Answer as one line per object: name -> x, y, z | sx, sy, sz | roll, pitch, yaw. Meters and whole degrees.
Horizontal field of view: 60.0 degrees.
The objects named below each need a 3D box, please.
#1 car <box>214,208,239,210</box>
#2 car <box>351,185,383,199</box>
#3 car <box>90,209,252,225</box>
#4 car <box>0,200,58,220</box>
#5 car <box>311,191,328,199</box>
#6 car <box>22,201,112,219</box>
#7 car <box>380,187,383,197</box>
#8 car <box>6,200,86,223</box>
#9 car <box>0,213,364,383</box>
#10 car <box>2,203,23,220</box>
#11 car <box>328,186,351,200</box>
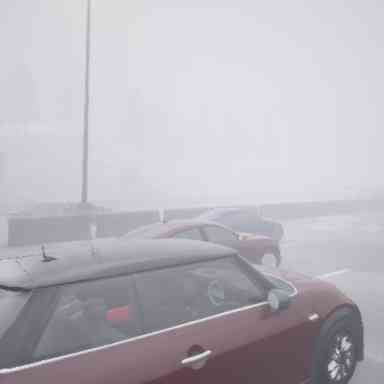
car -> 1.711, 1.379, 13.585 | 4.674, 1.442, 1.812 | -1, 1, -36
car -> 26.126, 0.089, 48.386 | 5.566, 2.045, 2.150 | -2, 1, -35
car -> 0.066, 1.406, 8.095 | 5.008, 1.535, 1.882 | -1, 1, -36
car -> -13.909, 1.485, 28.465 | 4.181, 1.385, 1.994 | -1, 1, -35
car -> 21.395, 0.494, 53.597 | 4.718, 1.301, 1.895 | -2, 1, -35
car -> -7.290, 1.403, 20.290 | 4.902, 1.511, 2.128 | -1, 1, -36
car -> 28.143, 0.395, 45.530 | 4.674, 1.442, 1.812 | -2, 1, -35
car -> -11.334, 1.458, 26.003 | 5.357, 1.411, 2.033 | -1, 1, -36
car -> -0.102, 1.323, 3.675 | 4.553, 1.767, 2.097 | -1, 1, -36
car -> -9.958, 1.524, 22.686 | 4.718, 1.301, 1.895 | -1, 1, -36
car -> 23.877, 0.097, 51.073 | 5.566, 2.045, 2.150 | -2, 1, -35
